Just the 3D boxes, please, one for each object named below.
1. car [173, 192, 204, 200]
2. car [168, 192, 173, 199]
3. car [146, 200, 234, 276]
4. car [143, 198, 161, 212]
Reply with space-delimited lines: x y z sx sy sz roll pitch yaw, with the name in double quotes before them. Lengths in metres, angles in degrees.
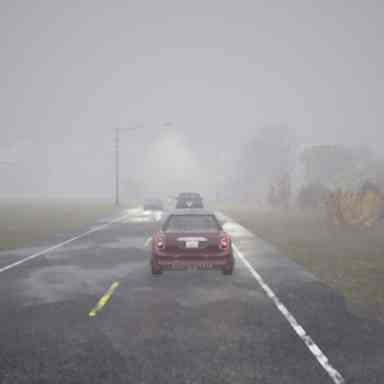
"car" -0.212 1.027 27.455 2.150 2.045 5.566 0 0 -1
"car" -4.415 0.821 75.911 1.882 1.535 5.008 0 0 -1
"car" -0.011 1.279 10.237 2.097 1.767 4.553 0 0 0
"car" -3.998 1.313 35.225 1.994 1.385 4.181 0 0 -1
